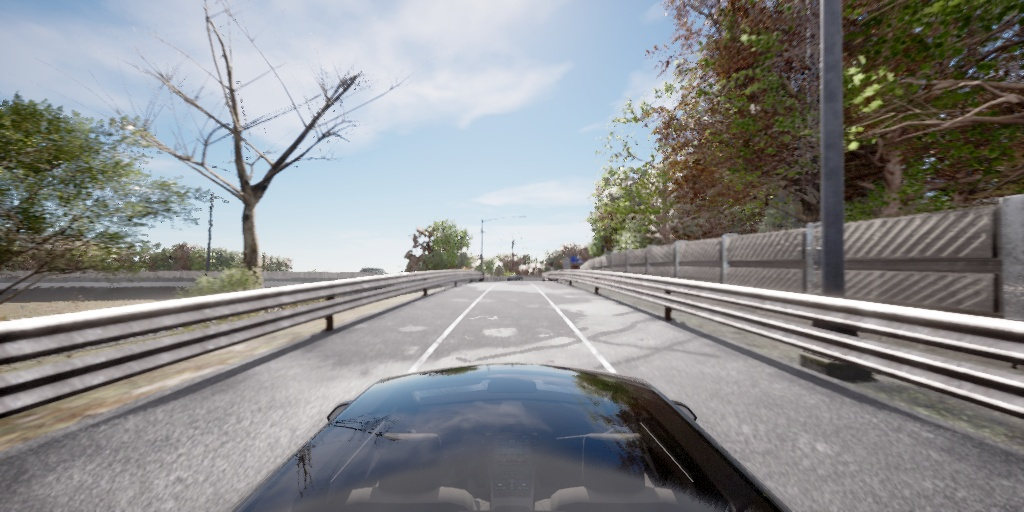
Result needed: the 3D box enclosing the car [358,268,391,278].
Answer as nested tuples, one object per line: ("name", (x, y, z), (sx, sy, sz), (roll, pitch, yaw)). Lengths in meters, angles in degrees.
("car", (-20.938, 2.898, 55.987), (5.566, 2.045, 2.150), (3, -5, -39))
